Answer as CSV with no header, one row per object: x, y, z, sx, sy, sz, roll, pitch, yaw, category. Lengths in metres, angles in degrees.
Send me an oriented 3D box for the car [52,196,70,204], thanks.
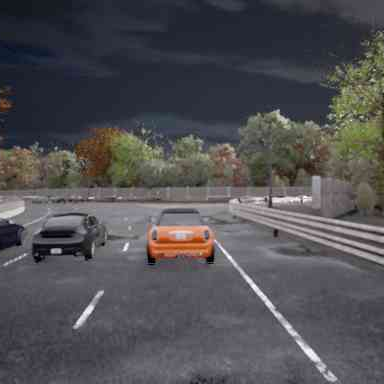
-26.980,1.558,67.099,1.837,1.490,4.892,0,0,-41,car

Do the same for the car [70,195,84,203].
-24.211,1.396,69.242,2.097,1.767,4.553,0,0,-41,car

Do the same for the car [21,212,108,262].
-4.346,1.520,12.357,1.837,1.490,4.892,0,0,-7,car

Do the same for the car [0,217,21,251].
-7.909,1.593,12.639,1.994,1.385,4.181,0,0,-7,car

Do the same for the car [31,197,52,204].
-29.729,1.614,64.933,2.033,1.411,5.357,0,0,-41,car

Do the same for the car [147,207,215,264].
-0.431,1.350,12.026,2.097,1.767,4.553,0,0,-3,car
